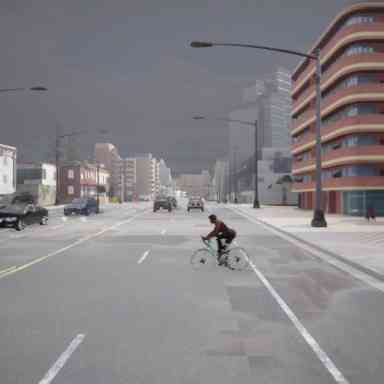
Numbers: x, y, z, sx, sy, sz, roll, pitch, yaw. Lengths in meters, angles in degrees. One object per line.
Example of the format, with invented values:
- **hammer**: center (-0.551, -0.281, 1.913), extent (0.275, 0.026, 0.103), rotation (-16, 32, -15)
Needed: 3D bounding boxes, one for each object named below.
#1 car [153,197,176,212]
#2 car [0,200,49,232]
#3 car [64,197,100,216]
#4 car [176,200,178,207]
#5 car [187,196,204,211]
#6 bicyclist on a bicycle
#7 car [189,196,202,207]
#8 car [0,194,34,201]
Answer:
- **car**: center (-3.099, 1.375, 36.320), extent (1.837, 1.490, 4.892), rotation (0, 0, 1)
- **car**: center (-10.419, 1.465, 20.128), extent (2.128, 1.511, 4.902), rotation (0, 0, 1)
- **car**: center (-10.281, 1.265, 31.203), extent (2.097, 1.767, 4.553), rotation (0, 0, 1)
- **car**: center (-3.048, 1.403, 46.376), extent (2.033, 1.411, 5.357), rotation (0, 0, 1)
- **car**: center (0.424, 1.401, 37.908), extent (2.033, 1.411, 5.357), rotation (0, 0, 1)
- **bicyclist on a bicycle**: center (0.765, 1.442, 9.313), extent (1.656, 1.620, 0.582), rotation (-2, 0, 0)
- **car**: center (0.499, 1.389, 48.812), extent (1.812, 1.442, 4.674), rotation (0, -1, 1)
- **car**: center (-13.872, 1.174, 25.125), extent (2.150, 2.045, 5.566), rotation (0, 1, 1)
